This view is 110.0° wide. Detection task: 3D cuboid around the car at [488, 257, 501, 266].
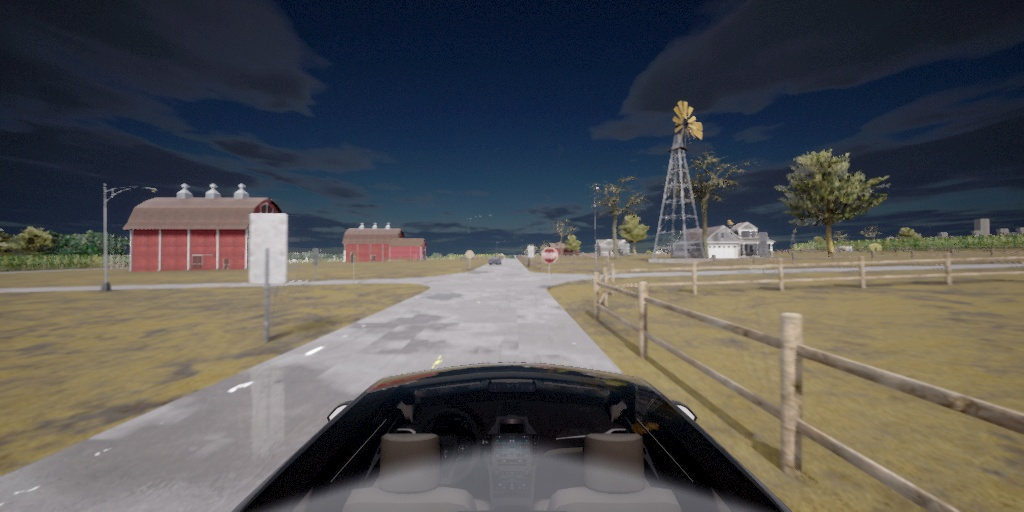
[{"bbox_3d":[-2.715,0.876,57.709,1.994,1.385,4.181,0,1,0],"label":"car"}]
